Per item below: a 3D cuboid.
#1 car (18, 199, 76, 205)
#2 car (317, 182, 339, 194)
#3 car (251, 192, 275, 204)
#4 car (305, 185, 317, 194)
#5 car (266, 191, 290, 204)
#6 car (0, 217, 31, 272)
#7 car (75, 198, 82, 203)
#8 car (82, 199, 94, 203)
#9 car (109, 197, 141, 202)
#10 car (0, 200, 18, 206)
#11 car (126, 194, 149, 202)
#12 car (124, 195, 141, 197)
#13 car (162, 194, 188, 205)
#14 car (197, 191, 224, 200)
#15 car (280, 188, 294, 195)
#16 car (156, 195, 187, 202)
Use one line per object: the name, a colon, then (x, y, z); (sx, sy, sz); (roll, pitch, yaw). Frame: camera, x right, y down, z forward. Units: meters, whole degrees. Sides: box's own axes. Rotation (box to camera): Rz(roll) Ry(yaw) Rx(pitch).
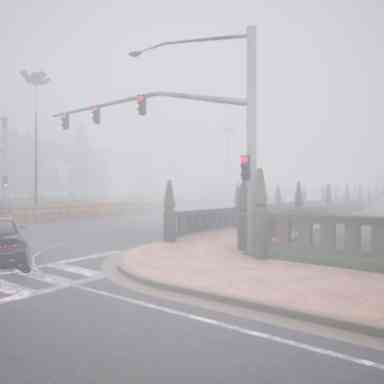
car: (-13.570, 1.629, 31.370); (1.994, 1.385, 4.181); (0, 0, 36)
car: (25.633, -0.820, 61.853); (2.150, 2.045, 5.566); (0, 7, 35)
car: (11.643, 0.870, 54.263); (2.128, 1.511, 4.902); (0, 4, 35)
car: (22.673, -0.517, 63.729); (2.128, 1.511, 4.902); (0, 6, 35)
car: (12.404, 1.114, 49.300); (1.837, 1.490, 4.892); (0, 3, 35)
car: (-6.173, 1.531, 10.165); (1.837, 1.490, 4.892); (-2, 2, -33)
car: (-14.947, 1.620, 35.446); (2.033, 1.411, 5.357); (0, 0, 36)
car: (-14.642, 1.585, 41.868); (1.837, 1.490, 4.892); (0, 0, 36)
car: (-8.460, 1.591, 38.476); (1.812, 1.442, 4.674); (0, 0, 36)
car: (-20.085, 1.585, 34.300); (1.837, 1.490, 4.892); (0, 0, 36)
car: (-8.935, 1.278, 49.822); (2.150, 2.045, 5.566); (0, 1, 36)
car: (-9.448, 1.564, 43.103); (2.128, 1.511, 4.902); (0, 0, 36)
car: (-2.859, 1.232, 58.294); (1.837, 1.490, 4.892); (0, 3, 36)
car: (3.079, 0.910, 54.567); (2.150, 2.045, 5.566); (0, 3, 36)
car: (17.579, -0.011, 62.606); (2.033, 1.411, 5.357); (0, 6, 35)
car: (-3.091, 1.544, 45.973); (1.837, 1.490, 4.892); (0, 1, 36)
